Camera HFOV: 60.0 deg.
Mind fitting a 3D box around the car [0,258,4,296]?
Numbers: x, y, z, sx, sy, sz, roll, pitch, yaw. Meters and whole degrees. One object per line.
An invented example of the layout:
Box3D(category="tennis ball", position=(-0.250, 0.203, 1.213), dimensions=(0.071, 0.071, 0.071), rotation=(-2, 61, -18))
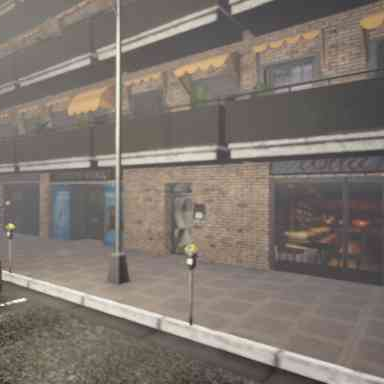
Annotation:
Box3D(category="car", position=(-5.689, 1.526, 6.926), dimensions=(4.507, 1.381, 1.887), rotation=(0, 0, 35))
